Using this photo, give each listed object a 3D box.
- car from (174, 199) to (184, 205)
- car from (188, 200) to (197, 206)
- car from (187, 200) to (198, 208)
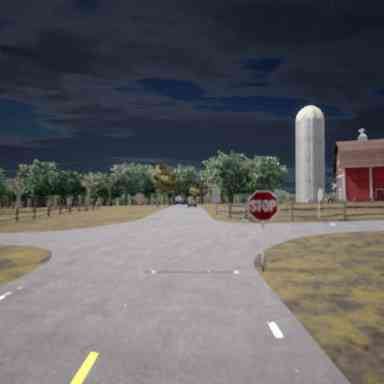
[{"bbox_3d":[-2.696,2.086,70.335,2.033,1.411,5.357,0,-1,0],"label":"car"},{"bbox_3d":[0.059,2.580,76.146,1.994,1.385,4.181,0,-1,0],"label":"car"},{"bbox_3d":[0.050,2.340,65.717,1.837,1.490,4.892,0,-1,0],"label":"car"}]
